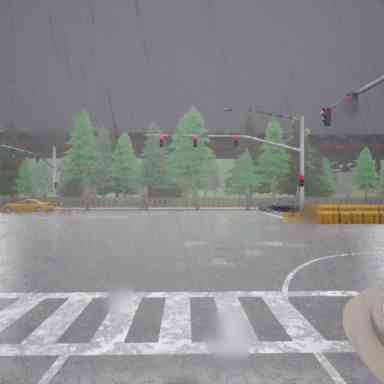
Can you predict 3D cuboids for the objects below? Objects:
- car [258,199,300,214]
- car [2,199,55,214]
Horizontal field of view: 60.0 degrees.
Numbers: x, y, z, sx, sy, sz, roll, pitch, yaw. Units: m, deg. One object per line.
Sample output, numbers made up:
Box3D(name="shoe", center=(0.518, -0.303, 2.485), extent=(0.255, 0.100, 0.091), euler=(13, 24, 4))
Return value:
Box3D(name="car", center=(9.492, 1.491, 35.381), extent=(4.902, 1.511, 2.128), euler=(0, 0, -2))
Box3D(name="car", center=(-16.966, 1.477, 34.575), extent=(5.008, 1.535, 1.882), euler=(0, 0, -2))
